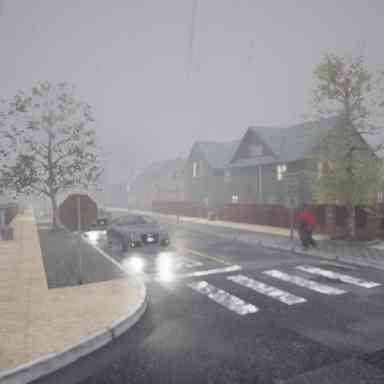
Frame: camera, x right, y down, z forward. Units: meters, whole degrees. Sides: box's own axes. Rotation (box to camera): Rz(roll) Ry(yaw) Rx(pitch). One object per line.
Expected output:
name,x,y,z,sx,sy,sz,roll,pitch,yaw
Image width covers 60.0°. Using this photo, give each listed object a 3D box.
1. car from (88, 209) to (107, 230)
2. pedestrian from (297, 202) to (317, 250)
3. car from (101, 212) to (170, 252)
car,-6.906,1.911,24.069,1.994,1.385,4.181,-1,0,-26
pedestrian,4.110,1.148,11.884,0.375,1.860,0.375,-3,2,-26
car,-2.552,1.752,15.048,1.994,1.385,4.181,-1,0,-27
